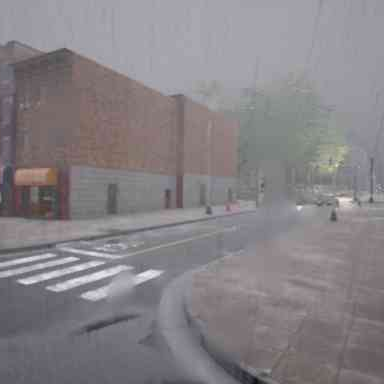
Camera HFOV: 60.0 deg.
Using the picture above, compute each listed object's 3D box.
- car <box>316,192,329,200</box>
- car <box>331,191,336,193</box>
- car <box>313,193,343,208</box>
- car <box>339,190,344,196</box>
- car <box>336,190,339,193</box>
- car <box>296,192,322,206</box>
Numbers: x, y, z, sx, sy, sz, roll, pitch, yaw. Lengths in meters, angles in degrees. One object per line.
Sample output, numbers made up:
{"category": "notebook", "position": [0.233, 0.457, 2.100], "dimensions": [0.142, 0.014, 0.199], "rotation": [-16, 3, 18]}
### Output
{"category": "car", "position": [26.329, 0.699, 67.118], "dimensions": [1.752, 1.417, 4.829], "rotation": [2, 2, 30]}
{"category": "car", "position": [28.964, 0.683, 71.557], "dimensions": [2.008, 1.369, 4.403], "rotation": [2, 2, 30]}
{"category": "car", "position": [15.561, 1.113, 37.939], "dimensions": [1.895, 1.301, 4.718], "rotation": [1, 1, 31]}
{"category": "car", "position": [37.167, 0.592, 85.700], "dimensions": [1.802, 1.307, 4.206], "rotation": [2, 2, 30]}
{"category": "car", "position": [31.698, 0.655, 76.271], "dimensions": [1.947, 1.339, 4.313], "rotation": [2, 2, 30]}
{"category": "car", "position": [14.431, 1.018, 41.477], "dimensions": [1.994, 1.385, 4.181], "rotation": [1, 1, 31]}
